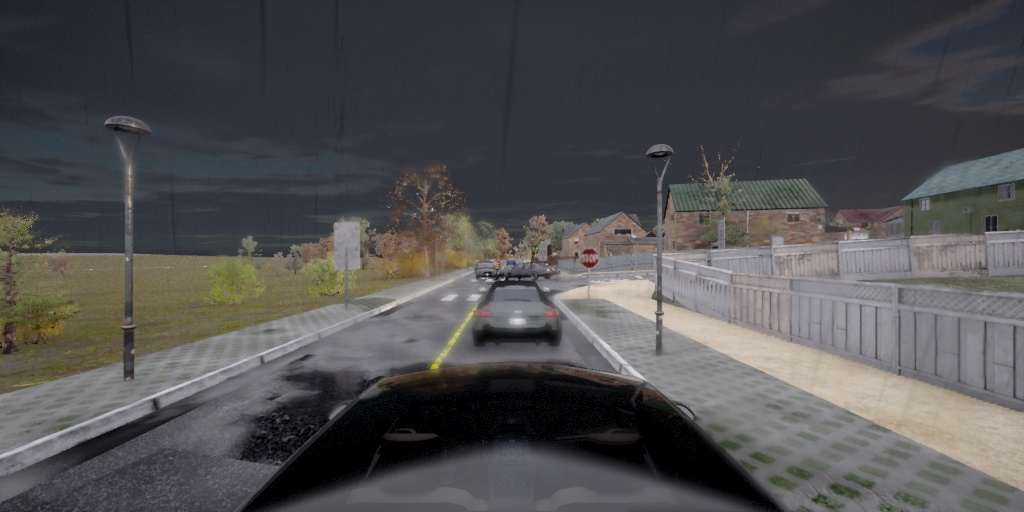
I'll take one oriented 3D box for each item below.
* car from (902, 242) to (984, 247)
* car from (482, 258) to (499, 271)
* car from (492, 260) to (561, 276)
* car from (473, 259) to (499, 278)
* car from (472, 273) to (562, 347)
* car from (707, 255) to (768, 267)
[{"bbox_3d":[23.842,-0.208,20.380,4.902,1.511,2.128,-3,0,14],"label":"car"},{"bbox_3d":[-2.969,1.120,51.088,2.097,1.767,4.553,0,0,0],"label":"car"},{"bbox_3d":[1.271,1.198,28.369,5.357,1.411,2.033,-4,-3,43],"label":"car"},{"bbox_3d":[-2.324,1.257,31.272,1.837,1.490,4.892,0,0,-8],"label":"car"},{"bbox_3d":[0.084,1.313,9.352,1.994,1.385,4.181,0,0,-1],"label":"car"},{"bbox_3d":[14.336,0.413,22.778,4.181,1.385,1.994,-3,0,16],"label":"car"}]
